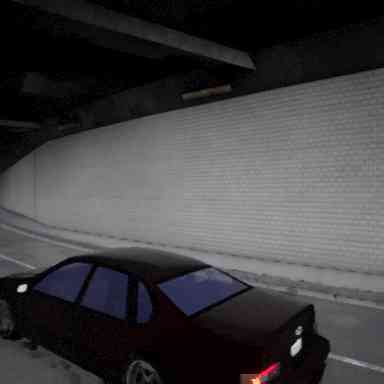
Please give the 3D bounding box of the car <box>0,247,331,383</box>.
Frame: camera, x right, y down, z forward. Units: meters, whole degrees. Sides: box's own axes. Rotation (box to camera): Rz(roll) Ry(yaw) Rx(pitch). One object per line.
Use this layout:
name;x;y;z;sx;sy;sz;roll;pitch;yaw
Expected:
car;-0.983;1.548;4.738;5.357;1.411;2.033;0;0;37
